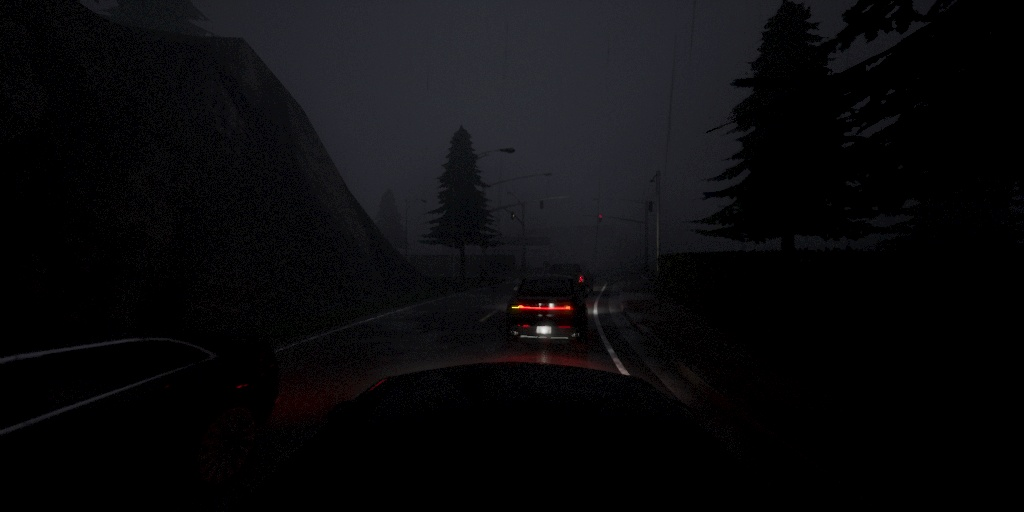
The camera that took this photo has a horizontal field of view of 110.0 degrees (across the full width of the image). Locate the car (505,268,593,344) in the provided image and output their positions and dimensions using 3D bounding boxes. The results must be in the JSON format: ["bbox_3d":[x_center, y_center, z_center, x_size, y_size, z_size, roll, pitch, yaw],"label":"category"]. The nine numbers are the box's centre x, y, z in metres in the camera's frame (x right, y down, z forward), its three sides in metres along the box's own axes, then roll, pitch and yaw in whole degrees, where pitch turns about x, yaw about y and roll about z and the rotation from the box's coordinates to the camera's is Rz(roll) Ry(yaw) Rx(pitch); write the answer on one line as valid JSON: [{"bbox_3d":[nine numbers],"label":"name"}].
[{"bbox_3d":[1.018,1.251,9.661,1.837,1.490,4.892,0,0,9],"label":"car"}]

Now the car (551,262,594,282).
[{"bbox_3d":[3.017,1.094,18.582,2.097,1.767,4.553,0,0,17],"label":"car"}]

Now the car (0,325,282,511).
[{"bbox_3d":[-3.428,1.241,1.776,2.128,1.511,4.902,0,0,2],"label":"car"}]
